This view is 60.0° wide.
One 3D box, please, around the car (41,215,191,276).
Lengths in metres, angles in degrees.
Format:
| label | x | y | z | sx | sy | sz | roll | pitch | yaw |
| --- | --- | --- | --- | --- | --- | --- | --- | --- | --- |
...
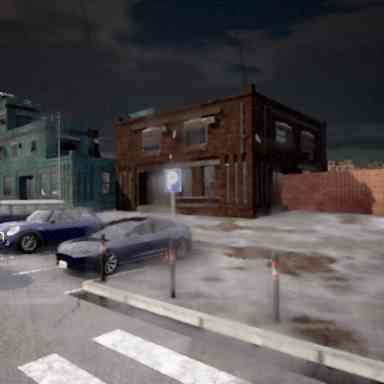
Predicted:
| label | x | y | z | sx | sy | sz | roll | pitch | yaw |
| --- | --- | --- | --- | --- | --- | --- | --- | --- | --- |
| car | -2.028 | 1.600 | 11.005 | 2.163 | 1.488 | 4.792 | -1 | -1 | 40 |

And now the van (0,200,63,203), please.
| label | x | y | z | sx | sy | sz | roll | pitch | yaw |
| --- | --- | --- | --- | --- | --- | --- | --- | --- | --- |
| van | -8.477 | 1.396 | 16.301 | 1.878 | 1.987 | 4.442 | 0 | 0 | 40 |

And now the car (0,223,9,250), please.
| label | x | y | z | sx | sy | sz | roll | pitch | yaw |
| --- | --- | --- | --- | --- | --- | --- | --- | --- | --- |
| car | -7.171 | 1.620 | 9.394 | 4.674 | 1.442 | 1.812 | -1 | -1 | 39 |

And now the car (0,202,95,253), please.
| label | x | y | z | sx | sy | sz | roll | pitch | yaw |
| --- | --- | --- | --- | --- | --- | --- | --- | --- | --- |
| car | -6.154 | 1.482 | 14.545 | 2.185 | 1.767 | 4.553 | 0 | 0 | 40 |
